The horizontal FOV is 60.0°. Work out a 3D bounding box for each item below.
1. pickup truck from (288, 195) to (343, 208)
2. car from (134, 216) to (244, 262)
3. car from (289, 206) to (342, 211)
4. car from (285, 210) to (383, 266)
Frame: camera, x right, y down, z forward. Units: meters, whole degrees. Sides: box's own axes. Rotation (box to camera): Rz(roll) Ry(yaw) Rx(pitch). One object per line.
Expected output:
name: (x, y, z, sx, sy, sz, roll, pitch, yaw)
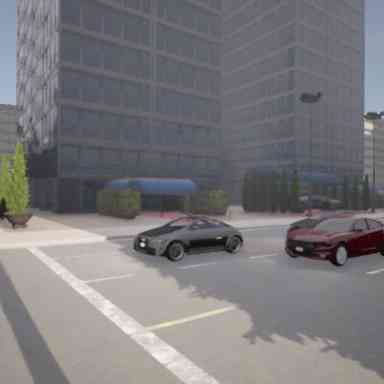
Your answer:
pickup truck: (13.939, 1.385, 38.183, 6.274, 2.098, 2.390, 0, 0, -4)
car: (-0.045, 1.633, 12.506, 4.181, 1.385, 1.994, 1, 0, -35)
car: (7.498, 1.707, 17.787, 5.357, 1.411, 2.033, 1, 0, -35)
car: (5.502, 1.589, 12.118, 5.008, 1.535, 1.882, 1, 0, -35)
